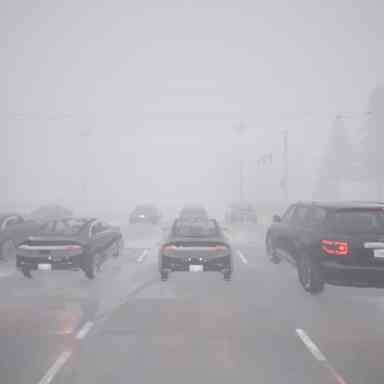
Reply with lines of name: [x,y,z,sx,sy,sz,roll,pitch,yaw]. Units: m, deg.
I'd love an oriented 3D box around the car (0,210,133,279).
car: [-3.404,1.515,10.121,2.128,1.511,4.902,0,0,0]

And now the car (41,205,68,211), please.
car: [-10.403,1.622,24.881,1.994,1.385,4.181,0,0,0]

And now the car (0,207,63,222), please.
car: [-6.904,1.520,12.321,2.128,1.511,4.902,0,0,0]

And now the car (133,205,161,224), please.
car: [-3.403,1.622,24.803,1.994,1.385,4.181,0,0,0]

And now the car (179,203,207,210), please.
car: [0.096,1.534,24.522,1.882,1.535,5.008,0,0,0]

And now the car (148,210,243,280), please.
car: [0.097,1.515,9.971,2.128,1.511,4.902,0,0,0]

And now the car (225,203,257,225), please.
car: [3.596,1.550,24.742,2.128,1.511,4.902,0,0,0]

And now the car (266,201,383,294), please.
car: [3.594,1.245,8.992,2.150,2.045,5.566,0,0,0]
